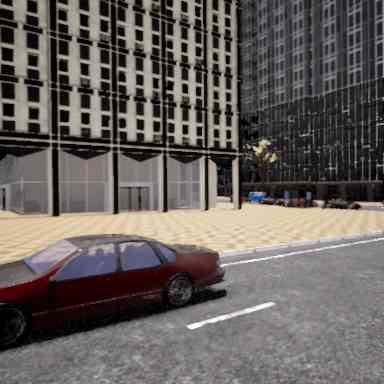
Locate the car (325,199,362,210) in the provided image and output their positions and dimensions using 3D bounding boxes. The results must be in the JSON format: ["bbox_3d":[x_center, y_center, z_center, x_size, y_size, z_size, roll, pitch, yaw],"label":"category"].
[{"bbox_3d":[18.353,1.493,40.595,1.947,1.339,4.313,0,1,-34],"label":"car"}]

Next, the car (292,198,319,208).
[{"bbox_3d":[15.159,1.458,45.298,1.802,1.307,4.206,0,1,-34],"label":"car"}]

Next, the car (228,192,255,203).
[{"bbox_3d":[8.704,1.262,59.580,1.994,1.385,4.181,-1,1,-34],"label":"car"}]

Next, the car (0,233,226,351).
[{"bbox_3d":[-1.824,1.552,6.377,5.357,1.411,2.033,0,0,-36],"label":"car"}]

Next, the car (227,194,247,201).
[{"bbox_3d":[9.337,1.131,68.854,1.802,1.307,4.206,0,1,-34],"label":"car"}]

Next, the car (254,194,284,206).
[{"bbox_3d":[11.999,1.390,50.022,1.947,1.339,4.313,0,1,-34],"label":"car"}]

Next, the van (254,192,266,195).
[{"bbox_3d":[12.545,0.943,64.160,1.690,1.788,3.998,0,1,-34],"label":"van"}]
